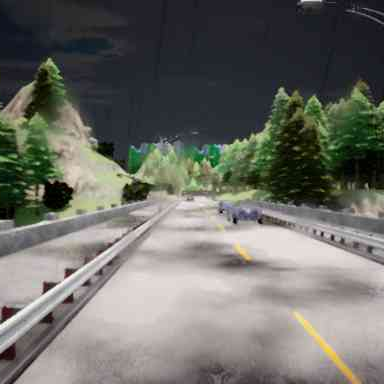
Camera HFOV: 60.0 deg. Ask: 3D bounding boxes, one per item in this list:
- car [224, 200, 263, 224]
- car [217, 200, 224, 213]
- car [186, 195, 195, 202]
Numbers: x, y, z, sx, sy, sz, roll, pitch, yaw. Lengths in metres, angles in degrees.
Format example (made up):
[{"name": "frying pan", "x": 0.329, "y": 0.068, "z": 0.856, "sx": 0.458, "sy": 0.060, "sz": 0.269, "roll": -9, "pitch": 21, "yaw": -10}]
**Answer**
[{"name": "car", "x": 3.908, "y": 1.372, "z": 25.195, "sx": 2.097, "sy": 1.767, "sz": 4.553, "roll": 0, "pitch": 0, "yaw": 0}, {"name": "car", "x": 3.817, "y": 1.567, "z": 36.672, "sx": 2.033, "sy": 1.411, "sz": 5.357, "roll": 0, "pitch": 0, "yaw": 0}, {"name": "car", "x": -0.415, "y": 1.504, "z": 77.298, "sx": 1.837, "sy": 1.490, "sz": 4.892, "roll": 0, "pitch": 0, "yaw": 0}]
